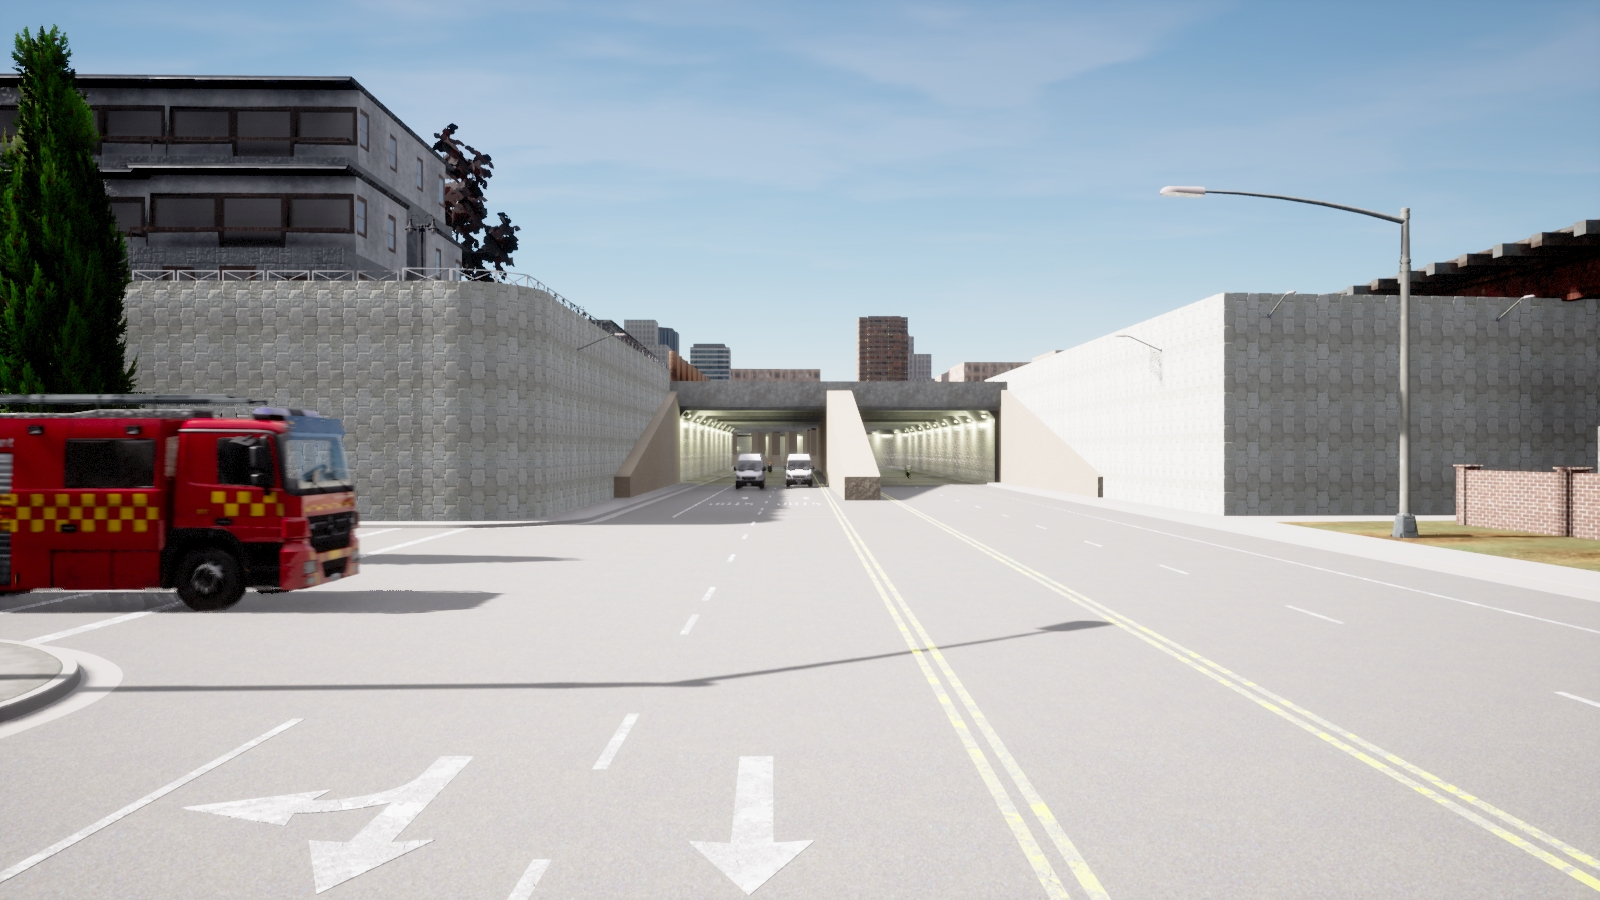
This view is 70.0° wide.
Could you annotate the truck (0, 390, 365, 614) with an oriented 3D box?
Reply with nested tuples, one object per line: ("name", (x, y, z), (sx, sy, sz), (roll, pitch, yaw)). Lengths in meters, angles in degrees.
("truck", (-12.784, 0.890, 21.012), (8.468, 3.827, 2.891), (0, 0, 0))
